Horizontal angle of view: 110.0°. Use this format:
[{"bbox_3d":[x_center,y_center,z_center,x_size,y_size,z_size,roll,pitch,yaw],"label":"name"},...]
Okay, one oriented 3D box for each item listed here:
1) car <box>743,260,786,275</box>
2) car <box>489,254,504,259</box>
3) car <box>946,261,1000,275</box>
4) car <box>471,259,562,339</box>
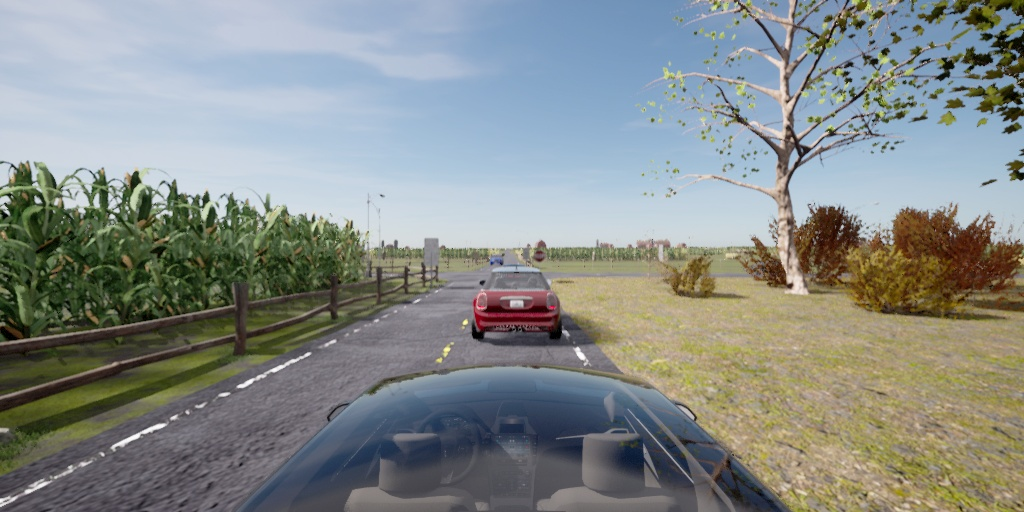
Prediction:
[{"bbox_3d":[27.051,1.198,37.825,4.892,1.490,1.837,0,0,0],"label":"car"},{"bbox_3d":[-2.781,0.692,64.404,2.150,2.045,5.566,0,0,1],"label":"car"},{"bbox_3d":[48.349,1.279,37.780,4.674,1.442,1.812,0,0,0],"label":"car"},{"bbox_3d":[0.104,1.077,10.109,2.097,1.767,4.553,0,0,0],"label":"car"}]
